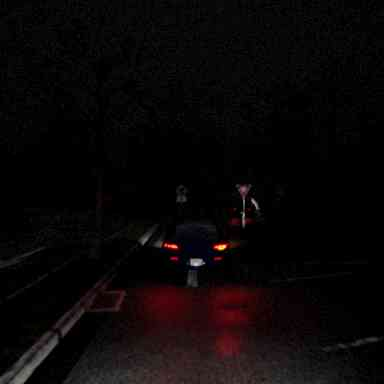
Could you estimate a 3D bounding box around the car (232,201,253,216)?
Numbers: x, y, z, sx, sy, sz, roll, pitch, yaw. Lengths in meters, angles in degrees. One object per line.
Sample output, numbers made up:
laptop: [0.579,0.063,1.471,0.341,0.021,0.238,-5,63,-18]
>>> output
car: [4.875,1.484,31.117,1.895,1.301,4.718,0,1,13]

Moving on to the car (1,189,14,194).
car: [-27.937,0.342,47.227,5.008,1.535,1.882,4,-1,2]

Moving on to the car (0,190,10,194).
car: [-24.379,1.089,40.380,2.435,2.045,5.566,0,-2,-19]

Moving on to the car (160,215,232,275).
car: [0.105,1.432,10.033,1.812,1.442,4.674,0,1,0]
